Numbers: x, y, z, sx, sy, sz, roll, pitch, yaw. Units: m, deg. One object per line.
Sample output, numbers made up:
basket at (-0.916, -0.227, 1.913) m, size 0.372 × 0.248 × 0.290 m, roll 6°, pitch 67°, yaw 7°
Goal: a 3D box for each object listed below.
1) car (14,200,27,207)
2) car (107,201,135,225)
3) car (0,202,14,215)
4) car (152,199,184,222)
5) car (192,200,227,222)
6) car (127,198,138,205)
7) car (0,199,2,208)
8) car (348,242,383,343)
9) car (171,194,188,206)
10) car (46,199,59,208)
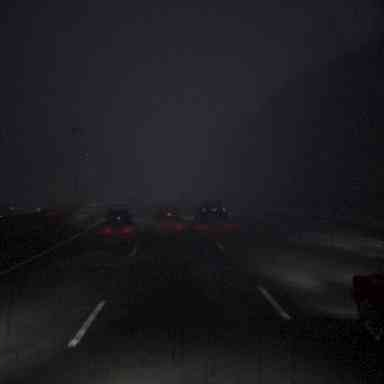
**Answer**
car at (-33.563, 2.189, 64.674) m, size 2.033 × 1.411 × 5.357 m, roll -1°, pitch 0°, yaw -15°
car at (-5.561, 1.668, 25.750) m, size 1.812 × 1.442 × 4.674 m, roll -1°, pitch 0°, yaw -10°
car at (-23.290, 1.969, 39.972) m, size 1.812 × 1.442 × 4.674 m, roll -1°, pitch 0°, yaw -15°
car at (-2.217, 1.574, 27.735) m, size 1.882 × 1.535 × 5.008 m, roll 0°, pitch -1°, yaw -11°
car at (1.351, 1.393, 27.163) m, size 2.097 × 1.767 × 4.553 m, roll -1°, pitch 0°, yaw -9°
car at (-11.607, 1.811, 64.142) m, size 2.128 × 1.511 × 4.902 m, roll -1°, pitch 0°, yaw -15°
car at (-35.915, 2.153, 59.842) m, size 1.882 × 1.535 × 5.008 m, roll -1°, pitch 0°, yaw -15°
car at (3.584, 1.555, 3.439) m, size 1.895 × 1.301 × 4.718 m, roll -1°, pitch 0°, yaw -1°
car at (-2.230, 1.384, 56.730) m, size 2.150 × 2.045 × 5.566 m, roll -1°, pitch 0°, yaw -17°
car at (-25.043, 2.021, 59.829) m, size 2.128 × 1.511 × 4.902 m, roll -1°, pitch 0°, yaw -15°
